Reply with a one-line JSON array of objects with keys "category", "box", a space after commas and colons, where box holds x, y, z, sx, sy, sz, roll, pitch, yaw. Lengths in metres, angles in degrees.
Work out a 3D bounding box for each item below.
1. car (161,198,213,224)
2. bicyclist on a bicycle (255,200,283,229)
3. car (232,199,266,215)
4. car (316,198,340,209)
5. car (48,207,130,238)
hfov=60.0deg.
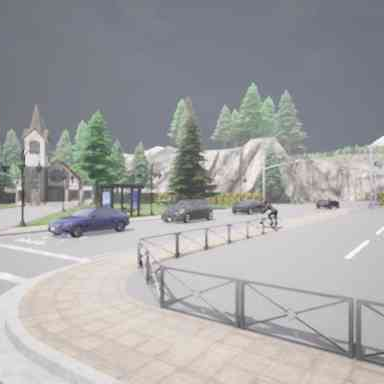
[{"category": "car", "box": [-0.303, 1.364, 25.383, 2.097, 1.767, 4.553, 0, 0, 35]}, {"category": "bicyclist on a bicycle", "box": [4.388, 1.314, 19.042, 1.656, 1.620, 0.582, 0, 0, 35]}, {"category": "car", "box": [5.901, 1.489, 34.227, 1.882, 1.535, 5.008, 0, 0, 35]}, {"category": "car", "box": [18.415, 1.504, 44.976, 2.128, 1.511, 4.902, 0, 0, 42]}, {"category": "car", "box": [-5.426, 1.537, 18.067, 1.812, 1.442, 4.674, 0, 0, 35]}]
